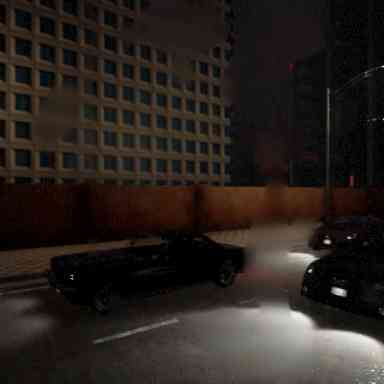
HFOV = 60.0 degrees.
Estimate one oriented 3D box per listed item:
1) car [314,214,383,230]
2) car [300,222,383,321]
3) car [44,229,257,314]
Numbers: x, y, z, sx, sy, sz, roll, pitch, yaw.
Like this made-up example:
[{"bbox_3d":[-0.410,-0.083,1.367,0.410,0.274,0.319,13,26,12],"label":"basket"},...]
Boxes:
[{"bbox_3d":[6.375,1.567,12.827,4.181,1.385,1.994,0,0,-35],"label":"car"},{"bbox_3d":[4.197,1.565,6.982,4.181,1.385,1.994,0,0,-35],"label":"car"},{"bbox_3d":[-0.791,1.600,7.725,4.718,1.301,1.895,0,0,-35],"label":"car"}]
